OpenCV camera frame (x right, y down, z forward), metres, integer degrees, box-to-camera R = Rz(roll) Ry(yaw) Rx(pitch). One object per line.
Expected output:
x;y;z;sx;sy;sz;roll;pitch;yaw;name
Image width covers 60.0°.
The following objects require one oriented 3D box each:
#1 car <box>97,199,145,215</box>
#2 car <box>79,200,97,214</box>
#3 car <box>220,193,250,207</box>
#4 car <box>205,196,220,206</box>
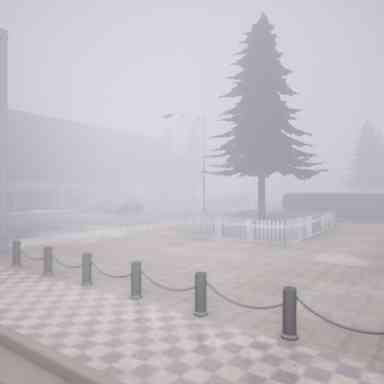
-6.721;1.491;33.070;1.812;1.442;4.674;0;0;36;car
-9.586;1.486;35.053;1.812;1.442;4.674;0;0;35;car
7.097;1.183;52.166;2.150;2.045;5.566;0;0;36;car
3.911;1.453;53.740;2.128;1.511;4.902;0;0;36;car
